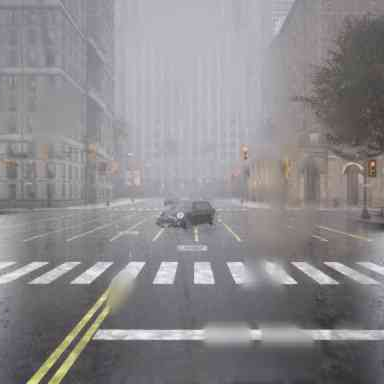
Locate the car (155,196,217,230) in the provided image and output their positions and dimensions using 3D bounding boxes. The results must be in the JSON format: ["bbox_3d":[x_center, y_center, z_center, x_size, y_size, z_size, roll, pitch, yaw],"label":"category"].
[{"bbox_3d":[-0.288,1.352,21.219,2.097,1.767,4.553,0,0,34],"label":"car"}]

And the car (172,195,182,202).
[{"bbox_3d":[-3.347,1.500,74.991,1.837,1.490,4.892,0,0,1],"label":"car"}]

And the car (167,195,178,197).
[{"bbox_3d":[-3.546,1.601,54.813,1.895,1.301,4.718,0,0,1],"label":"car"}]

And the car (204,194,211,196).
[{"bbox_3d":[3.691,1.280,78.572,2.097,1.767,4.553,0,0,1],"label":"car"}]

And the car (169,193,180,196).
[{"bbox_3d":[-3.497,1.221,64.531,2.150,2.045,5.566,0,0,1],"label":"car"}]
